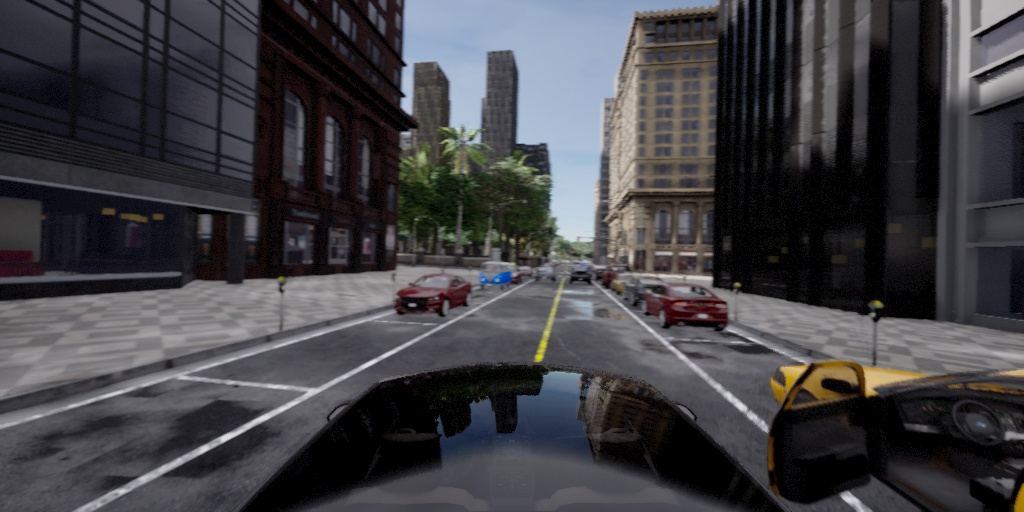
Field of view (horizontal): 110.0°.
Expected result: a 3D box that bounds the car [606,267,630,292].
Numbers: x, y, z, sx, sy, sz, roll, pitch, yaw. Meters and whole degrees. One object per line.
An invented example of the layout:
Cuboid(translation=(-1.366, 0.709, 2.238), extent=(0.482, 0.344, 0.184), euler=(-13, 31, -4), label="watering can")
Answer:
Cuboid(translation=(7.345, 1.701, 23.022), extent=(1.751, 1.417, 4.829), euler=(0, 0, 9), label="car")

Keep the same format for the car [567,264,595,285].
Cuboid(translation=(6.119, 1.740, 32.322), extent=(1.837, 1.490, 4.892), euler=(2, -1, 9), label="car")

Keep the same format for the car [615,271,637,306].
Cuboid(translation=(6.470, 1.647, 17.496), extent=(2.007, 1.370, 4.403), euler=(0, 0, 9), label="car")

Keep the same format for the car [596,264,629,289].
Cuboid(translation=(8.166, 1.569, 28.212), extent=(2.192, 1.841, 5.009), euler=(0, 0, 9), label="car")

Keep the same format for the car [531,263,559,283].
Cuboid(translation=(3.253, 1.700, 34.281), extent=(1.812, 1.442, 4.674), euler=(2, -1, 10), label="car")

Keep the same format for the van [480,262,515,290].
Cuboid(translation=(-1.096, 1.289, 24.204), extent=(1.690, 1.789, 3.998), euler=(0, 0, 9), label="van")

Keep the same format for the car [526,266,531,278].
Cuboid(translation=(1.448, 1.765, 40.281), extent=(1.802, 1.307, 4.207), euler=(0, 0, 9), label="car")

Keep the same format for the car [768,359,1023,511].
Cuboid(translation=(3.615, 1.312, 1.954), extent=(1.801, 1.575, 5.366), euler=(2, -1, 9), label="car")

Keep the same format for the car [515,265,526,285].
Cuboid(translation=(-0.248, 1.467, 29.563), extent=(1.967, 1.591, 4.097), euler=(0, 0, 9), label="car")

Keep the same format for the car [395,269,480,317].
Cuboid(translation=(-2.792, 1.335, 13.486), extent=(1.888, 1.381, 4.507), euler=(0, 0, 9), label="car")

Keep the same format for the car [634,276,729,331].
Cuboid(translation=(5.622, 1.562, 12.139), extent=(1.888, 1.381, 4.507), euler=(0, 0, 9), label="car")
